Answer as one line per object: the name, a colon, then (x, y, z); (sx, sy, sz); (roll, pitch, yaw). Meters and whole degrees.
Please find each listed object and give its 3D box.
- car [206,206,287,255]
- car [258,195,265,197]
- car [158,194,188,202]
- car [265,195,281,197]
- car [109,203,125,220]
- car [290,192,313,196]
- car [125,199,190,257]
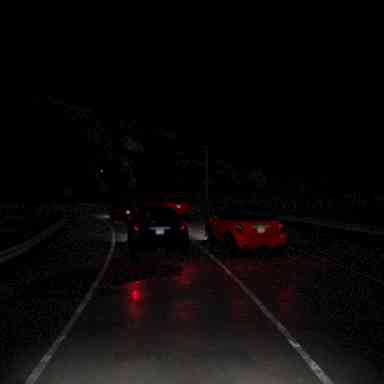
car: (2.009, 1.339, 13.611); (2.097, 1.767, 4.553); (0, 0, -11)
car: (19.418, 1.438, 90.191); (5.357, 1.411, 2.033); (0, 0, -33)
car: (-1.891, 1.215, 27.981); (2.150, 2.045, 5.566); (0, 0, -19)
car: (22.175, 1.415, 87.821); (4.674, 1.442, 1.812); (0, 0, -33)
car: (-5.752, 1.567, 28.019); (1.994, 1.385, 4.181); (0, 0, -21)
car: (27.384, 1.430, 82.914); (4.181, 1.385, 1.994); (0, 0, -33)
car: (-1.460, 1.349, 13.152); (2.097, 1.767, 4.553); (0, 0, -11)
